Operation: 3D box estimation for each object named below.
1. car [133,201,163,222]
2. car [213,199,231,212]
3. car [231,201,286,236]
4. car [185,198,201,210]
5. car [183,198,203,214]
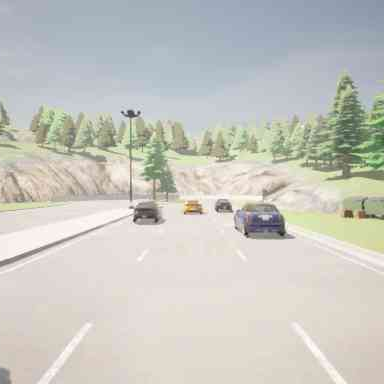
[{"bbox_3d":[-3.400,1.503,26.029,1.837,1.490,4.892,0,0,0],"label":"car"},{"bbox_3d":[3.602,1.526,38.867,1.812,1.442,4.674,0,0,0],"label":"car"},{"bbox_3d":[3.599,1.352,18.380,2.097,1.767,4.553,0,0,0],"label":"car"},{"bbox_3d":[0.139,1.547,44.516,2.033,1.411,5.357,0,0,1],"label":"car"},{"bbox_3d":[0.097,1.478,34.689,1.882,1.535,5.008,0,0,0],"label":"car"}]
